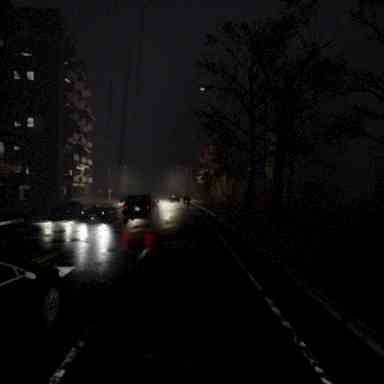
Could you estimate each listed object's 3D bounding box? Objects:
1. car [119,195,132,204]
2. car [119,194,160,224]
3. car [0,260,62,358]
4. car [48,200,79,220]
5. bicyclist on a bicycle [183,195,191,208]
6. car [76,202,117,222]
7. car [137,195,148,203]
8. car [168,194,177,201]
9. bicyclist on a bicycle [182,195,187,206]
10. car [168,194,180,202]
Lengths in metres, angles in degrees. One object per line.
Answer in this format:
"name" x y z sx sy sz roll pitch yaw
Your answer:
"car" -12.901 1.370 64.502 1.882 1.535 5.008 0 1 -5
"car" -3.634 1.183 24.222 2.150 2.045 5.566 0 0 -2
"car" -3.190 1.487 3.963 2.128 1.511 4.902 0 0 0
"car" -10.497 1.437 28.113 1.882 1.535 5.008 0 0 -2
"bicyclist on a bicycle" -0.442 1.294 41.694 0.659 1.776 1.843 0 0 -4
"car" -7.145 1.562 25.834 1.895 1.301 4.718 0 0 -2
"car" -9.793 1.426 66.050 2.033 1.411 5.357 0 0 -5
"car" -4.687 1.259 79.550 1.882 1.535 5.008 0 0 -7
"bicyclist on a bicycle" -1.157 1.355 52.010 0.582 1.620 1.656 0 0 -4
"car" -3.553 1.390 68.997 2.128 1.511 4.902 0 0 -6
